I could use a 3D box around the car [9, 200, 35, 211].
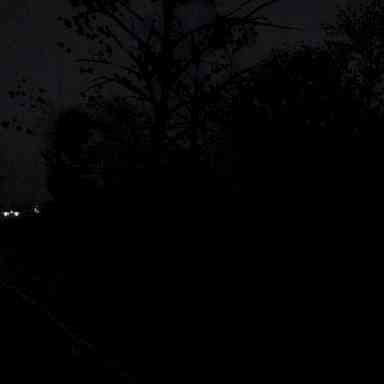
[{"bbox_3d":[-27.325,2.135,53.711,2.097,1.767,4.553,0,-2,-3],"label":"car"}]

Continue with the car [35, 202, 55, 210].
[{"bbox_3d":[-27.749,2.600,62.798,1.837,1.490,4.892,0,-2,-3],"label":"car"}]

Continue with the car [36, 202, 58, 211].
[{"bbox_3d":[-23.894,2.380,54.851,1.994,1.385,4.181,0,-2,-3],"label":"car"}]

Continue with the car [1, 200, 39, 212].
[{"bbox_3d":[-23.443,2.050,45.650,2.033,1.411,5.357,0,-2,-2],"label":"car"}]
